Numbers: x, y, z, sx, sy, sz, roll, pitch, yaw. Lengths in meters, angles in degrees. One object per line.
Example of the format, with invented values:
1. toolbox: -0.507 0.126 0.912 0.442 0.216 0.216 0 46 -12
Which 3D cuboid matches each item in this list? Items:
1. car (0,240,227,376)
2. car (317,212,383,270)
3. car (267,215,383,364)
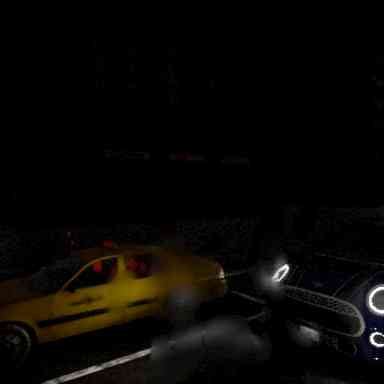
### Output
1. car: -1.603 1.521 5.522 4.829 1.417 1.752 0 -1 -36
2. car: 6.463 1.496 11.335 4.403 1.369 2.008 0 -1 -36
3. car: 3.422 1.324 5.848 4.553 1.767 2.097 0 0 -36
